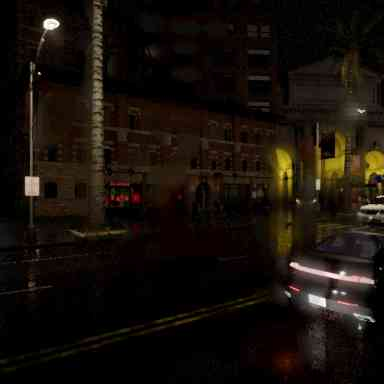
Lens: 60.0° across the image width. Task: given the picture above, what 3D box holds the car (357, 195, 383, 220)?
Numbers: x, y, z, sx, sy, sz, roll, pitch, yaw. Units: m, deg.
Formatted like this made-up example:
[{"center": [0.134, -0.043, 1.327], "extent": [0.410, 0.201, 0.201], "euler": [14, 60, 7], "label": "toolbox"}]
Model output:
[{"center": [13.260, 1.221, 22.090], "extent": [5.566, 2.045, 2.150], "euler": [0, 0, -36], "label": "car"}]

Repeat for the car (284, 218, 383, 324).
[{"center": [3.951, 1.492, 6.628], "extent": [4.902, 1.511, 2.128], "euler": [0, 0, -35], "label": "car"}]
